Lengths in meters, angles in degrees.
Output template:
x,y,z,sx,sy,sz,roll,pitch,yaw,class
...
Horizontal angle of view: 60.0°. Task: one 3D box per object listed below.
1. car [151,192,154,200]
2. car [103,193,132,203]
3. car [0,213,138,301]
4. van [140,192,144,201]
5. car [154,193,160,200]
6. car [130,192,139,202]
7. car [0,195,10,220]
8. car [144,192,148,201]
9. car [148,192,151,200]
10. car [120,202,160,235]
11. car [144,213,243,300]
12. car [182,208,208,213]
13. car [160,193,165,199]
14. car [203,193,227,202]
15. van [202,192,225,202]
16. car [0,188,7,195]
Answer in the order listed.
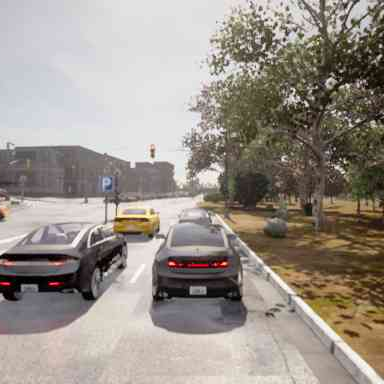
x,y,z,sx,sy,sz,roll,pitch,yaw,class
-12.253,1.346,81.195,4.674,1.452,2.002,-1,0,-13,car
-14.433,1.348,63.243,4.792,1.488,2.163,-1,0,-15,car
-2.890,1.500,8.345,2.128,1.511,4.902,0,0,0,car
-13.227,1.082,72.227,4.442,1.987,1.878,-1,0,-14,van
-11.437,1.344,87.177,4.674,1.452,2.002,-1,0,-12,car
-13.787,1.305,66.235,5.366,1.575,1.946,-1,0,-15,car
-16.622,1.400,25.437,4.553,1.767,2.185,-1,0,-19,car
-12.999,1.310,75.198,4.892,1.521,2.231,-1,0,-14,car
-12.626,1.347,78.193,4.674,1.452,2.002,-1,0,-13,car
-2.838,1.499,17.836,1.882,1.535,5.008,0,0,0,car
0.110,1.513,8.359,1.837,1.490,4.892,0,0,0,car
0.160,1.569,18.061,2.033,1.411,5.357,0,0,1,car
-10.986,1.051,90.183,5.566,2.045,2.435,-1,0,-12,car
4.679,1.131,68.804,4.553,1.767,2.185,1,0,-14,car
4.295,1.032,65.835,4.442,1.987,1.878,1,0,-14,van
-31.155,0.129,54.114,2.002,1.452,4.674,6,-3,-19,car
